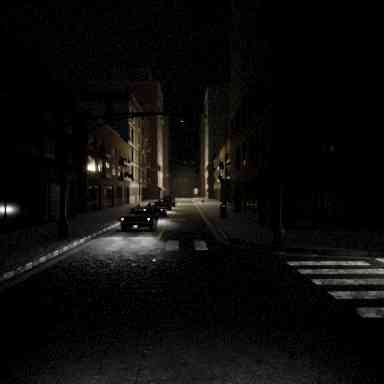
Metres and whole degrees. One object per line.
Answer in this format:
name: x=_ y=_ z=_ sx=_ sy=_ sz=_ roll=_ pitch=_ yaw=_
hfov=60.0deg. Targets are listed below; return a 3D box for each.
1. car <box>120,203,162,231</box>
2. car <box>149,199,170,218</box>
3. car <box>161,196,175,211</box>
car: x=-3.182 y=1.597 z=20.703 sx=1.895 sy=1.301 sz=4.718 roll=0 pitch=0 yaw=-1
car: x=-3.337 y=1.592 z=30.682 sx=1.895 sy=1.301 sz=4.718 roll=0 pitch=0 yaw=-1
car: x=-3.465 y=1.548 z=40.161 sx=1.994 sy=1.385 sz=4.181 roll=0 pitch=0 yaw=0
